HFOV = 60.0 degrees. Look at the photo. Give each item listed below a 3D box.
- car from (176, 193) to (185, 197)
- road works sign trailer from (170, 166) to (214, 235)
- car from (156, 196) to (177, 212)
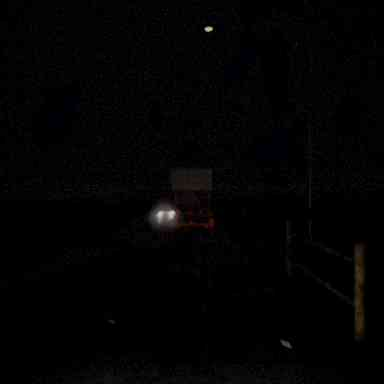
[{"bbox_3d":[-2.744,0.842,78.025,2.097,1.767,4.553,0,0,0],"label":"car"},{"bbox_3d":[0.002,0.389,18.150,2.380,3.560,2.880,0,0,0],"label":"road works sign trailer"},{"bbox_3d":[-2.841,1.420,37.146,1.994,1.385,4.181,0,0,0],"label":"car"}]
